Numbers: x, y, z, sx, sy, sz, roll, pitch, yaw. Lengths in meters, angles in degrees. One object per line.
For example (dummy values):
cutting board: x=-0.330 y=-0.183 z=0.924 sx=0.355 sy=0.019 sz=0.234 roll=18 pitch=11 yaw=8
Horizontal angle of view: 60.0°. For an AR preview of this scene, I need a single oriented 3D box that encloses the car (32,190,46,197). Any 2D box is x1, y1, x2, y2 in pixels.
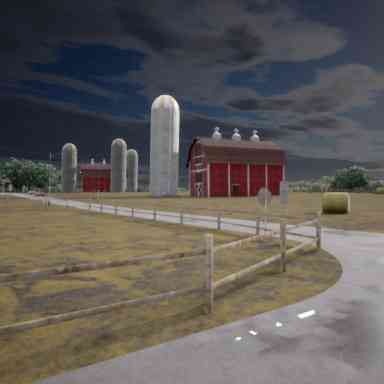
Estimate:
car: x=-38.819 y=0.596 z=84.881 sx=1.895 sy=1.301 sz=4.718 roll=2 pitch=0 yaw=-35
